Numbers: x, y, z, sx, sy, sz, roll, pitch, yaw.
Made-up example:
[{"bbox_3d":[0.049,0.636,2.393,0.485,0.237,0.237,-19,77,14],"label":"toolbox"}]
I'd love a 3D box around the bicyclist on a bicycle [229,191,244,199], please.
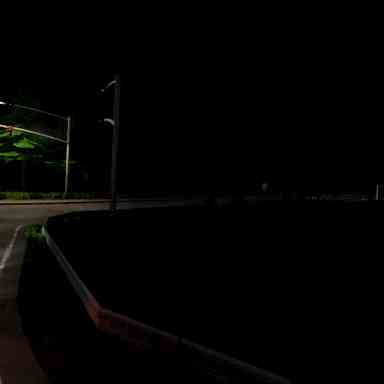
[{"bbox_3d":[4.427,0.694,31.884,1.656,1.620,0.582,41,23,28],"label":"bicyclist on a bicycle"}]

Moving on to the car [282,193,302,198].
[{"bbox_3d":[15.727,0.706,52.120,2.128,1.511,4.902,5,3,37],"label":"car"}]

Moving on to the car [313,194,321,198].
[{"bbox_3d":[21.987,0.693,60.338,1.837,1.490,4.892,5,3,37],"label":"car"}]
